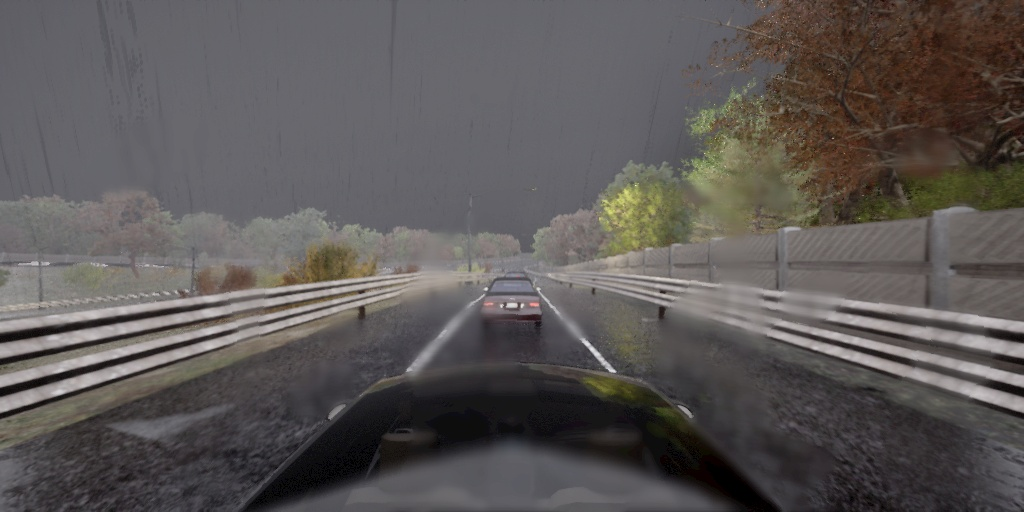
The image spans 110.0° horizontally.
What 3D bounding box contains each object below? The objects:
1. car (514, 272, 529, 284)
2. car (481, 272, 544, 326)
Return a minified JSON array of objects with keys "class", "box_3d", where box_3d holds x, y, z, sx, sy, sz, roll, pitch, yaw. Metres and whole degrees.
[{"class":"car","box_3d":[1.306,2.848,47.188,1.837,1.490,4.892,0,-2,4]},{"class":"car","box_3d":[0.009,1.399,11.998,2.033,1.411,5.357,0,-1,0]}]
